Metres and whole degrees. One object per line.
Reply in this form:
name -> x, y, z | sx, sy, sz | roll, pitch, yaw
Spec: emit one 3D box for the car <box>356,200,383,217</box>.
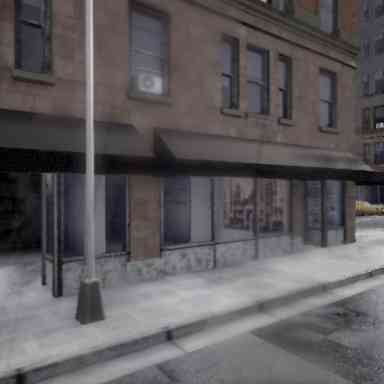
car -> 13.256, 1.270, 27.749 | 1.752, 1.417, 4.829 | 0, 0, -35
